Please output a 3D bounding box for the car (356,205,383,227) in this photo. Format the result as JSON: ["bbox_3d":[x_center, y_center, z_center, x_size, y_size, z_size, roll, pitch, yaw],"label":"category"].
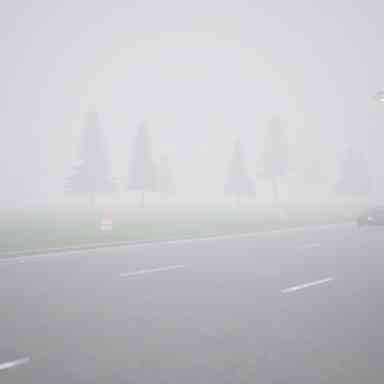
[{"bbox_3d":[12.395,1.541,21.295,4.181,1.385,1.994,0,0,-35],"label":"car"}]
